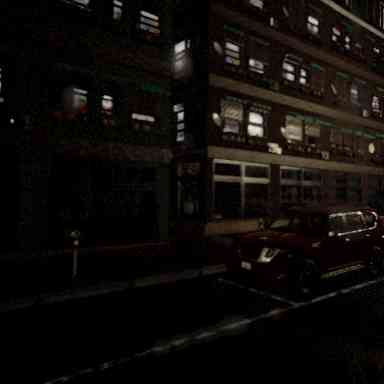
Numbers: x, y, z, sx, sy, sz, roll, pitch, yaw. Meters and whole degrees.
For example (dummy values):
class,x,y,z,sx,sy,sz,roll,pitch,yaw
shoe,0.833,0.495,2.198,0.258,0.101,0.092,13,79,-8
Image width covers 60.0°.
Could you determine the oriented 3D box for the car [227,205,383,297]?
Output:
class,x,y,z,sx,sy,sz,roll,pitch,yaw
car,3.262,1.317,8.855,5.009,1.841,2.192,0,1,-35
